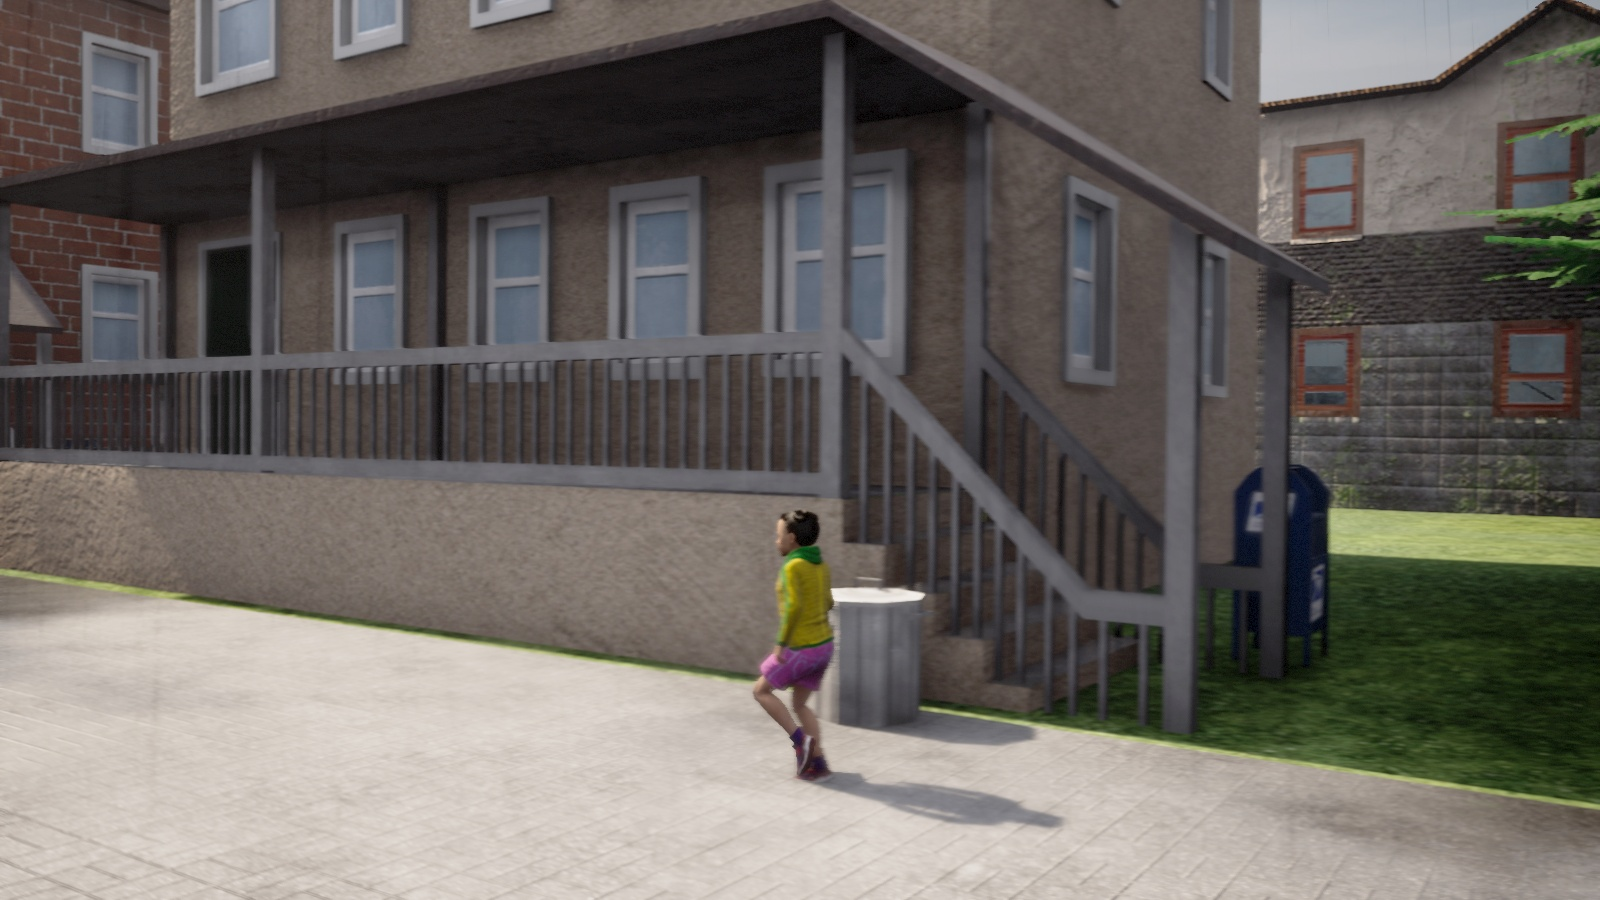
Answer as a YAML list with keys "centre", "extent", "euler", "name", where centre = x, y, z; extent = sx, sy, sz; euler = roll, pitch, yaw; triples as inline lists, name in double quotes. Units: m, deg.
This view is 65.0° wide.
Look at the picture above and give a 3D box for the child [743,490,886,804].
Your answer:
- centre: [0.057, 0.750, 4.969]
  extent: [0.473, 1.160, 0.299]
  euler: [0, 1, 33]
  name: "child"
